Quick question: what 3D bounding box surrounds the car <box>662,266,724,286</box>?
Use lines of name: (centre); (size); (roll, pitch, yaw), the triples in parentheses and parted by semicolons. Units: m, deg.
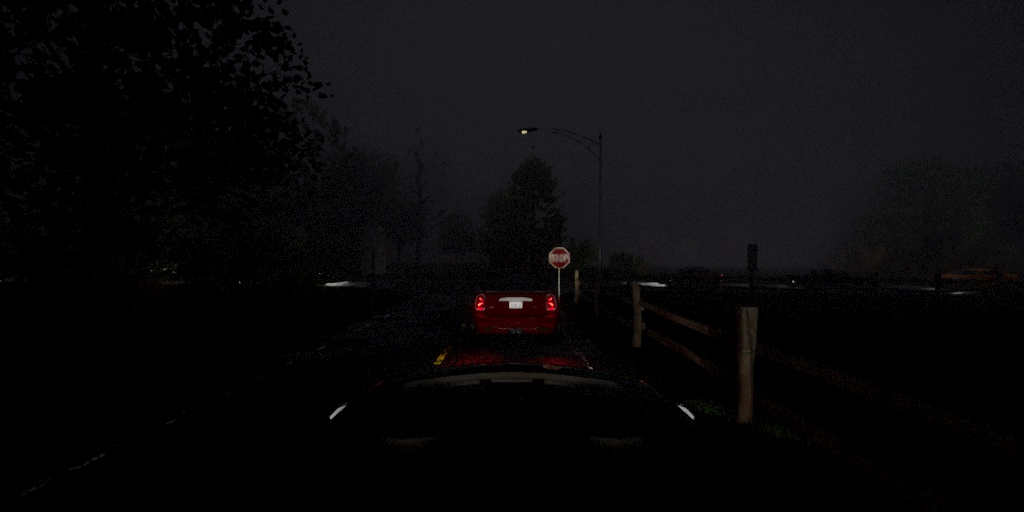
car: (13.613, 1.485, 27.111); (4.181, 1.385, 1.994); (1, 1, -1)

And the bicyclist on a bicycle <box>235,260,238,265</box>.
bicyclist on a bicycle: (-22.734, 0.837, 29.983); (0.582, 1.620, 1.656); (1, 0, 0)

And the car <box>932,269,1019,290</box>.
car: (34.941, 1.705, 27.120); (5.008, 1.535, 1.882); (1, 1, 0)

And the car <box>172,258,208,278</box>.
car: (-25.655, 0.876, 26.926); (4.892, 1.490, 1.837); (1, 1, 0)

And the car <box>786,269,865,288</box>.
car: (23.483, 1.663, 27.118); (4.718, 1.301, 1.895); (1, 1, 0)

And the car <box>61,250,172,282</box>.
car: (-26.747, 0.628, 23.969); (5.566, 2.045, 2.150); (0, 1, -1)

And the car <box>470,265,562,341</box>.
car: (0.081, 1.096, 10.014); (2.097, 1.767, 4.553); (0, 0, 0)

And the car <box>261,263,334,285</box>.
car: (-14.280, 1.140, 24.007); (4.181, 1.385, 1.994); (1, 1, 0)
